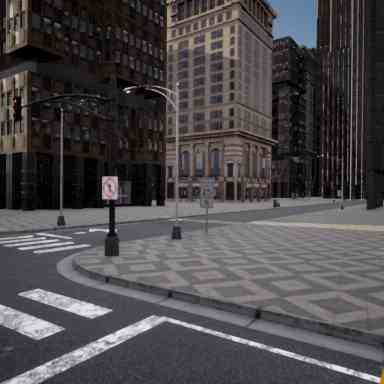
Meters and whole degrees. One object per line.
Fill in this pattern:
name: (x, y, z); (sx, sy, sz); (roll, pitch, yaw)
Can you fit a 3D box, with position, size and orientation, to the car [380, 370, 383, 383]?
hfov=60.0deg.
car: (3.507, 1.478, 1.192); (5.008, 1.535, 1.882); (0, 0, 35)
